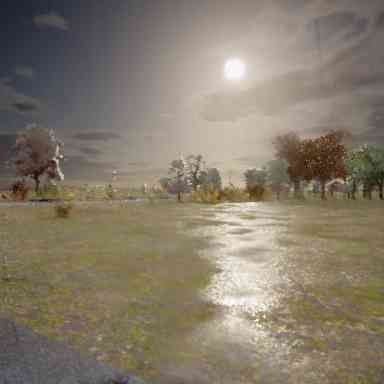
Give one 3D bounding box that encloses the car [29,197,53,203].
[{"bbox_3d":[-33.579,1.720,73.836,1.895,1.301,4.718,0,0,34],"label":"car"}]
